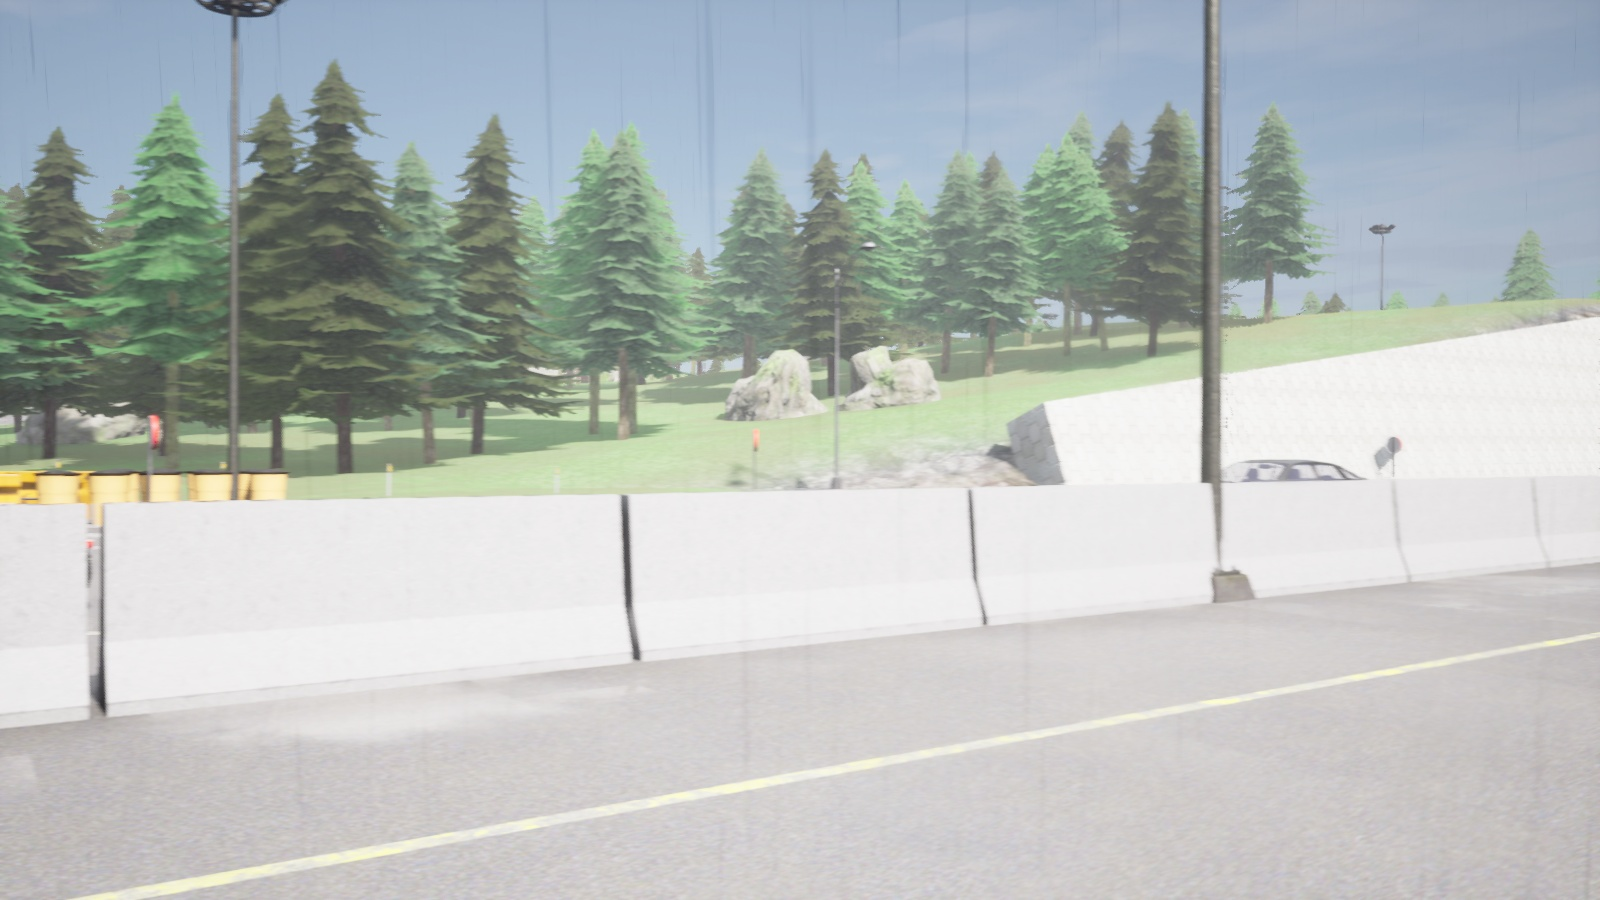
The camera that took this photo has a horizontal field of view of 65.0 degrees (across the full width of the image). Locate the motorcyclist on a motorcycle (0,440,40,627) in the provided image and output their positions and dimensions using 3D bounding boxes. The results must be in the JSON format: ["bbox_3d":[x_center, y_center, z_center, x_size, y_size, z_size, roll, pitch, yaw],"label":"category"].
[{"bbox_3d":[-7.995,0.739,10.887,2.350,1.649,0.766,0,0,-35],"label":"motorcyclist on a motorcycle"}]

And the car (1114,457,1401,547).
[{"bbox_3d":[8.146,0.830,22.121,5.357,1.411,2.033,0,0,-35],"label":"car"}]
